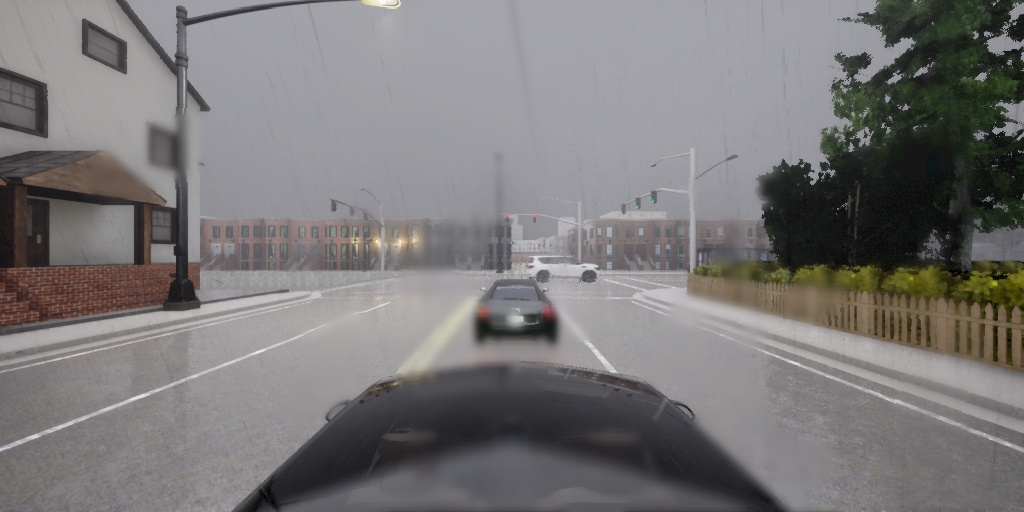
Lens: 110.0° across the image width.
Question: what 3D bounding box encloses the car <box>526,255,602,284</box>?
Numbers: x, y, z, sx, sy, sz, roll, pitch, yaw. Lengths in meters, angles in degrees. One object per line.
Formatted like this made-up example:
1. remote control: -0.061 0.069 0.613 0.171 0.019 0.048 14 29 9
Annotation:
1. car: 3.839 0.971 26.954 5.566 2.045 2.150 0 0 0

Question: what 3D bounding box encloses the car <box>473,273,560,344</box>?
1. car: 0.101 1.314 9.569 1.994 1.385 4.181 0 0 0
